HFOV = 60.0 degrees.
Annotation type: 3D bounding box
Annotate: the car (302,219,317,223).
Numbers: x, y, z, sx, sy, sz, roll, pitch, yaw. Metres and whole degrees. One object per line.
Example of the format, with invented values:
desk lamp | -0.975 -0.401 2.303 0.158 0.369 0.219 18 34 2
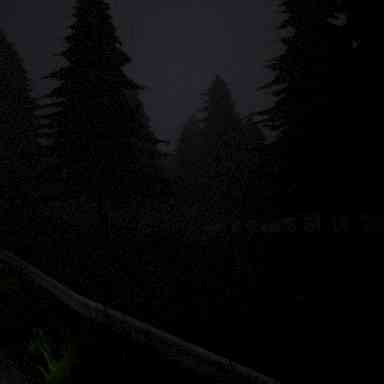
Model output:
car | 31.125 7.872 87.226 4.181 1.385 1.994 -1 -4 -32
